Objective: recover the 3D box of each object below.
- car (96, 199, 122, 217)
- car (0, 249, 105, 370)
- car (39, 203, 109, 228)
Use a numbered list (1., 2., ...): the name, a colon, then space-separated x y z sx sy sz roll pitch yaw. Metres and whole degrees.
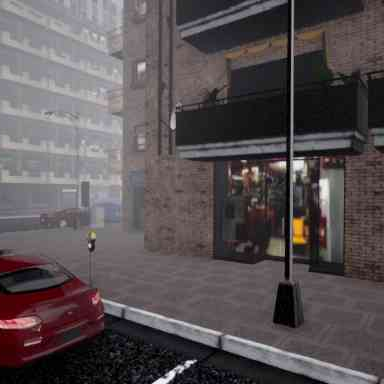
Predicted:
1. car: -9.060 1.718 32.938 1.882 1.535 5.008 1 0 36
2. car: -3.143 1.582 5.243 4.206 1.307 1.802 0 0 36
3. car: -8.528 1.756 23.737 1.887 1.381 4.507 0 -1 36
